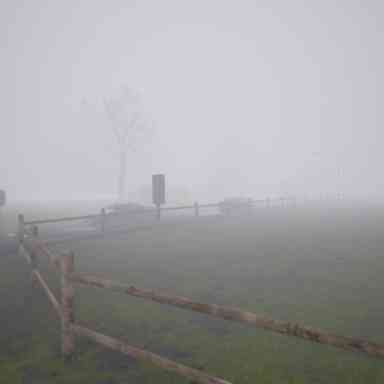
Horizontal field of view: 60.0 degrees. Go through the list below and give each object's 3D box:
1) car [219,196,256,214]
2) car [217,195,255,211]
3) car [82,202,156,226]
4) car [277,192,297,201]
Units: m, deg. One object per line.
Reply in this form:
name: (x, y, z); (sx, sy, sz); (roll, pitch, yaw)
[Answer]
car: (4.212, 1.180, 30.235); (2.128, 1.511, 4.902); (-2, 0, 35)
car: (4.927, 1.192, 36.419); (2.128, 1.511, 4.902); (-2, 0, 35)
car: (-4.742, 1.417, 22.511); (2.033, 1.411, 5.357); (-2, 0, 35)
car: (14.276, 0.742, 49.726); (1.882, 1.535, 5.008); (-2, 0, 35)
